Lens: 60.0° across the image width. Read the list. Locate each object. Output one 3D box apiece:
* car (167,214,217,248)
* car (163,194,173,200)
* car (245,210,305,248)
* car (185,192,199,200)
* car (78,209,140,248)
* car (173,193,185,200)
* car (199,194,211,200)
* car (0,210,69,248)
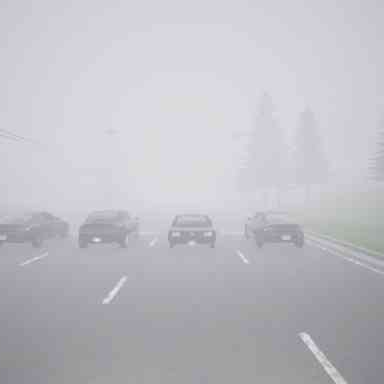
[{"bbox_3d":[0.000,1.613,14.680,1.895,1.301,4.718,0,0,0],"label":"car"},{"bbox_3d":[-7.000,1.414,91.155,1.837,1.490,4.892,0,0,0],"label":"car"},{"bbox_3d":[3.500,1.530,14.650,1.812,1.442,4.674,0,0,0],"label":"car"},{"bbox_3d":[0.000,1.410,90.492,2.128,1.511,4.902,0,0,0],"label":"car"},{"bbox_3d":[-3.500,1.513,14.650,1.837,1.490,4.892,0,0,0],"label":"car"},{"bbox_3d":[-3.500,1.495,90.862,1.895,1.301,4.718,0,0,0],"label":"car"},{"bbox_3d":[3.500,1.363,90.492,1.882,1.535,5.008,0,0,0],"label":"car"},{"bbox_3d":[-7.000,1.530,14.650,1.812,1.442,4.674,0,0,0],"label":"car"}]
